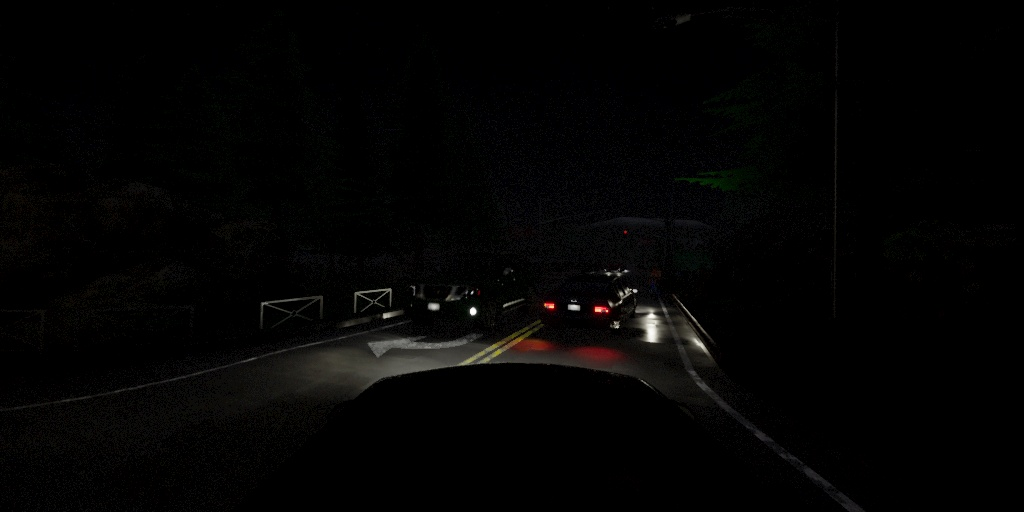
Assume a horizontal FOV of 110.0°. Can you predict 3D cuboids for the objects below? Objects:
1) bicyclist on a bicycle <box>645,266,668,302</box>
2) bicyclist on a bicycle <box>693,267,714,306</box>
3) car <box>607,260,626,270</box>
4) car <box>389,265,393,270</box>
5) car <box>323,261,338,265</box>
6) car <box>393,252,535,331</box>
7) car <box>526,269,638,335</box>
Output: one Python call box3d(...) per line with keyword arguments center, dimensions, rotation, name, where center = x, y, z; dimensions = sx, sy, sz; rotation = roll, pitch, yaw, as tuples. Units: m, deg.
box3d(center=(6.662, 1.290, 16.505), dimensions=(1.656, 1.620, 0.582), rotation=(1, -1, -31), name="bicyclist on a bicycle")
box3d(center=(8.087, 1.303, 15.101), dimensions=(1.656, 1.620, 0.582), rotation=(1, 0, -34), name="bicyclist on a bicycle")
box3d(center=(17.198, 1.691, 59.775), dimensions=(2.150, 2.045, 5.566), rotation=(1, -1, 21), name="car")
box3d(center=(-14.478, 1.547, 48.608), dimensions=(4.181, 1.385, 1.994), rotation=(1, -1, 21), name="car")
box3d(center=(-26.650, 1.380, 53.771), dimensions=(5.357, 1.411, 2.033), rotation=(1, -1, 26), name="car")
box3d(center=(-0.871, 0.875, 10.975), dimensions=(2.150, 2.045, 5.566), rotation=(1, -1, 20), name="car")
box3d(center=(2.447, 1.250, 10.358), dimensions=(2.033, 1.411, 5.357), rotation=(1, -1, 25), name="car")
